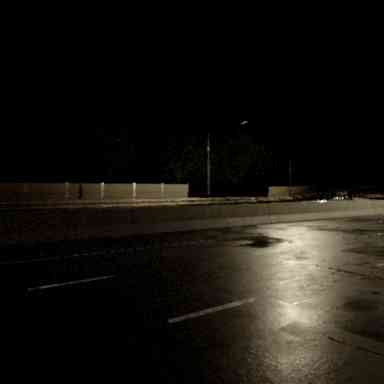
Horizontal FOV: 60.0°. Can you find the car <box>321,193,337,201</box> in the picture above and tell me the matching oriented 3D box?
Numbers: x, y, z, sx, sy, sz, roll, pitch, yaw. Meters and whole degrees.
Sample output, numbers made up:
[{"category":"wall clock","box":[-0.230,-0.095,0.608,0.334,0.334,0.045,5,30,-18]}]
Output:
[{"category":"car","box":[31.976,1.263,78.722,2.128,1.511,4.902,0,1,34]}]
